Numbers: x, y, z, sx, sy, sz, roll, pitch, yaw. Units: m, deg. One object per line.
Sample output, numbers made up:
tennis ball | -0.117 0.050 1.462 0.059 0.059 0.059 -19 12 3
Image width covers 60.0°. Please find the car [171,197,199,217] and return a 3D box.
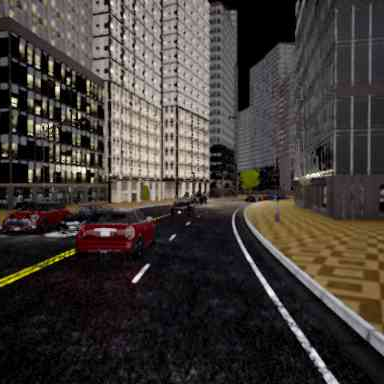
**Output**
car | -0.793 1.540 31.730 1.837 1.490 4.892 0 0 8

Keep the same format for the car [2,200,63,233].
car | -8.905 1.345 19.515 2.097 1.767 4.553 0 0 5

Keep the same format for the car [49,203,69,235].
car | -5.707 1.495 18.870 2.128 1.511 4.902 0 0 5

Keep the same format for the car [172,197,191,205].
car | -1.852 1.598 60.318 2.033 1.411 5.357 0 0 15

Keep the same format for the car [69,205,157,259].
car | -2.673 1.360 12.798 2.097 1.767 4.553 0 0 3

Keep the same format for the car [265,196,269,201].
car | 17.960 1.699 85.815 1.882 1.535 5.008 1 0 22

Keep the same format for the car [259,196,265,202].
car | 15.822 1.705 80.365 1.837 1.490 4.892 1 0 21

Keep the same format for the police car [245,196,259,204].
police car | 12.605 1.591 71.276 1.930 1.638 5.238 0 0 18

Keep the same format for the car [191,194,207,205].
car | 1.163 1.291 58.985 2.150 2.045 5.566 0 0 15
